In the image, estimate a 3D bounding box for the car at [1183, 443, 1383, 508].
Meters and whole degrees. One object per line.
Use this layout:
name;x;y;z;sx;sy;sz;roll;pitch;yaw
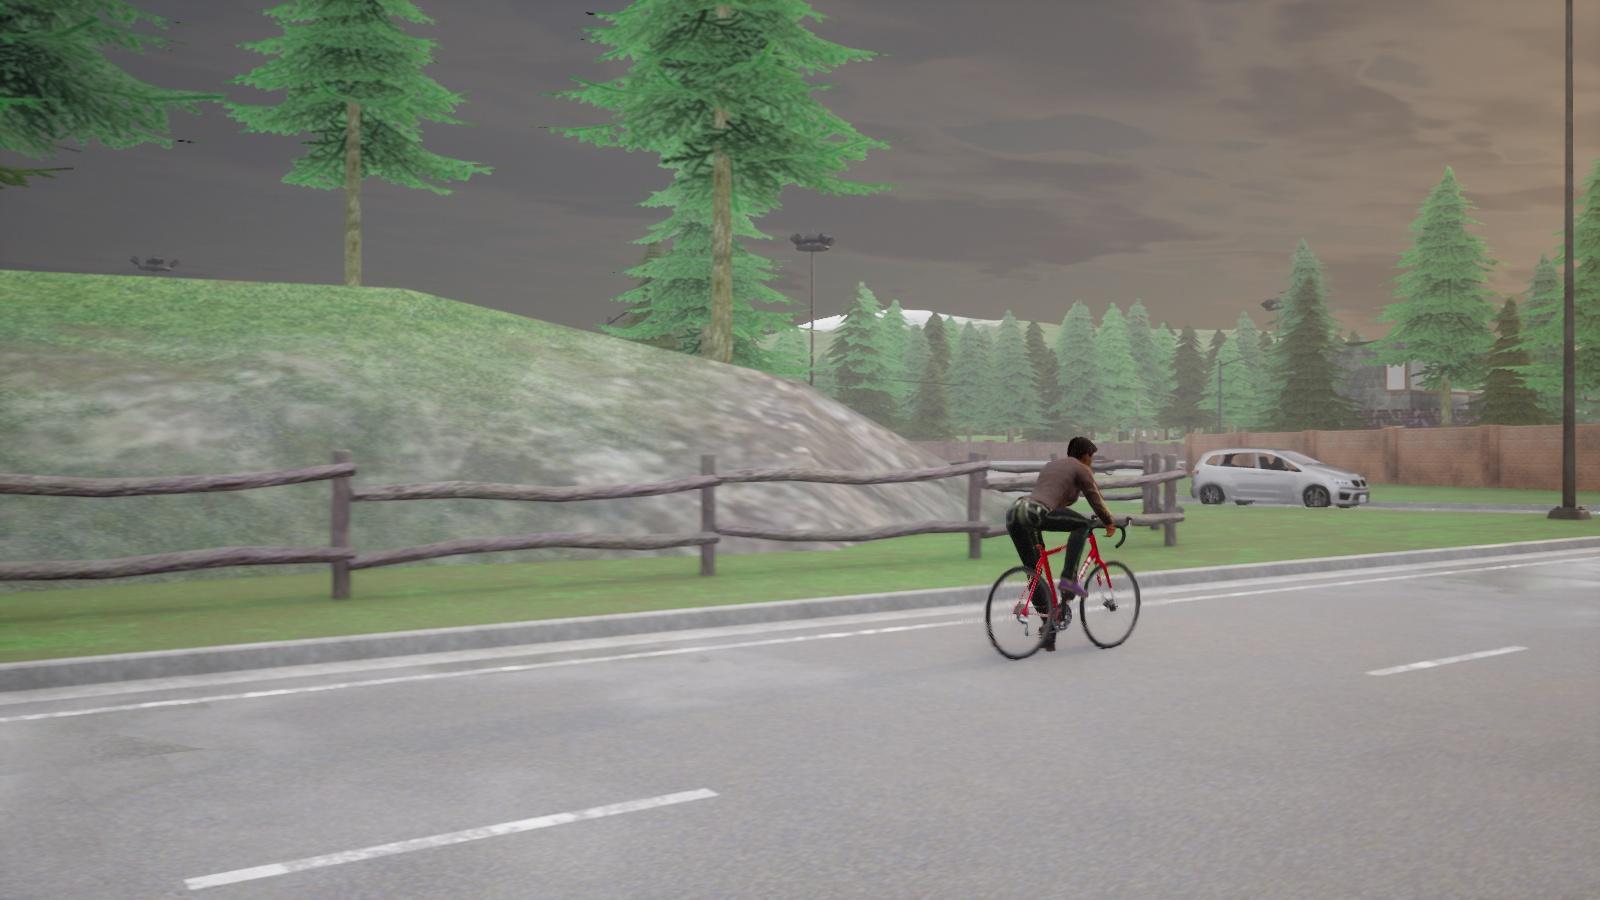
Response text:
car;13.217;0.646;34.522;2.242;1.667;4.611;0;0;-45

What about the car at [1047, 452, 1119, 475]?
car;19.233;0.892;85.211;5.008;1.535;1.882;0;0;-35

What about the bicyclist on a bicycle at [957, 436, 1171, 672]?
bicyclist on a bicycle;1.981;0.717;9.322;1.656;1.620;0.582;0;0;-35
